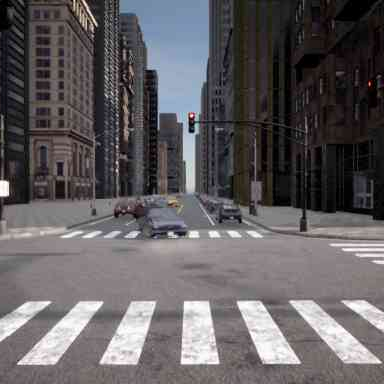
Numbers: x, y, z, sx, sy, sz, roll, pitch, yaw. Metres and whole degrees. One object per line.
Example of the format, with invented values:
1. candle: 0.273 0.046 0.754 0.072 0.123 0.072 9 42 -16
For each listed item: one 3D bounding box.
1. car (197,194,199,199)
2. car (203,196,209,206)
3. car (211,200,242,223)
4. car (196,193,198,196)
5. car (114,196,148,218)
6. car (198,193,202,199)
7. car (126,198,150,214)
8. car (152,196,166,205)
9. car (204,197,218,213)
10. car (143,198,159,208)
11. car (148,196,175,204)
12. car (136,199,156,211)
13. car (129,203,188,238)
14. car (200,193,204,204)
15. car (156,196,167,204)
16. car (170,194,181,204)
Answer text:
1. car: 2.709 1.569 75.885 1.887 1.381 4.507 0 0 0
2. car: 2.732 1.550 42.042 1.887 1.381 4.507 0 0 0
3. car: 2.743 1.552 25.120 2.008 1.369 4.403 0 0 0
4. car: 2.701 1.561 87.337 1.752 1.417 4.829 0 0 0
5. car: -5.786 1.317 30.746 2.192 1.841 5.009 0 0 0
6. car: 2.716 1.456 64.604 1.967 1.590 4.097 0 0 0
7. car: -5.790 1.444 36.387 1.967 1.590 4.097 0 0 0
8. car: -5.805 1.452 58.949 1.967 1.590 4.097 0 0 0
9. car: 2.736 1.554 36.402 2.008 1.369 4.403 0 0 0
10. car: -5.797 1.589 47.668 1.802 1.307 4.206 0 0 0
11. car: -3.121 1.493 32.757 2.128 1.511 4.902 0 0 0
12. car: -5.793 1.571 42.028 1.947 1.339 4.313 0 0 0
13. car: -1.830 1.546 17.990 2.033 1.411 5.357 0 0 -19
14. car: 2.724 1.449 53.323 1.967 1.590 4.097 0 0 0
15. car: -5.809 1.541 64.420 1.752 1.417 4.829 0 0 0
16. car: -3.113 1.485 49.062 1.882 1.535 5.008 0 0 0
